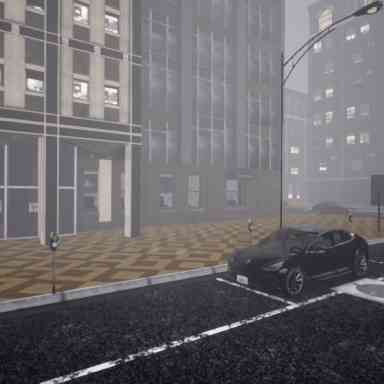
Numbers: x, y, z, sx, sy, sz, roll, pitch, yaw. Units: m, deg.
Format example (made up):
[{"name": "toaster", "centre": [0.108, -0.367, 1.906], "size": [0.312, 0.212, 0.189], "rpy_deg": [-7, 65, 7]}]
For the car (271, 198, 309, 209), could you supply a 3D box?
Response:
[{"name": "car", "centre": [13.059, 1.498, 44.513], "size": [1.752, 1.417, 4.829], "rpy_deg": [0, 0, -36]}]

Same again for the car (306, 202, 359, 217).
[{"name": "car", "centre": [12.956, 1.533, 30.287], "size": [1.802, 1.307, 4.206], "rpy_deg": [0, 0, -36]}]

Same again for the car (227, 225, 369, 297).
[{"name": "car", "centre": [2.888, 1.567, 8.621], "size": [4.313, 1.339, 1.947], "rpy_deg": [0, 0, -36]}]

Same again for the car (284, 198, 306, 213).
[{"name": "car", "centre": [9.754, 1.466, 34.749], "size": [1.752, 1.417, 4.829], "rpy_deg": [0, 0, -36]}]
